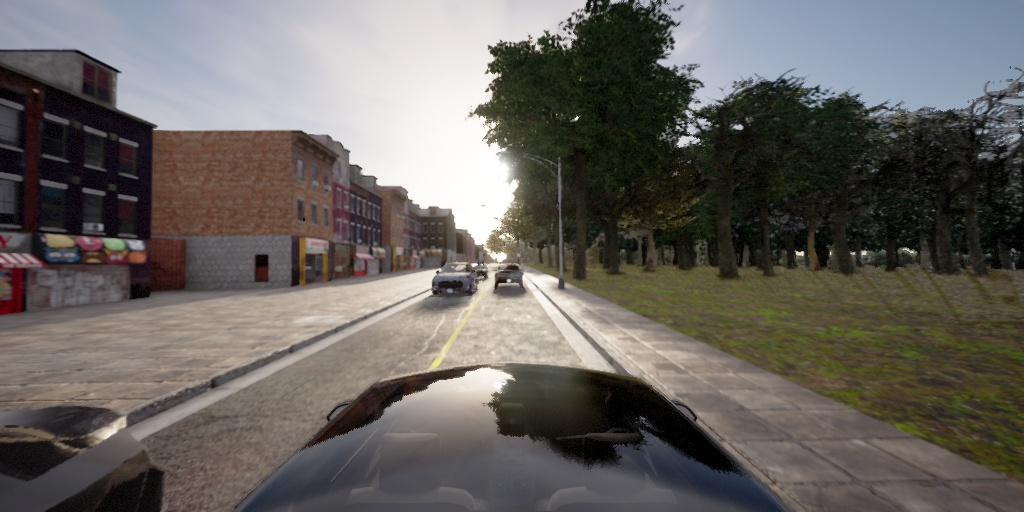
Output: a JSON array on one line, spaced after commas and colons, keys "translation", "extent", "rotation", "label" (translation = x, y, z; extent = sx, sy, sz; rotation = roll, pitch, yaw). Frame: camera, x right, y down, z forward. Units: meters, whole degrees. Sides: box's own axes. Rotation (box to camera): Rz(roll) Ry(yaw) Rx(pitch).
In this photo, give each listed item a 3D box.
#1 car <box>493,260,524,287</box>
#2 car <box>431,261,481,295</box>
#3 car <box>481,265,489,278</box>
[{"translation": [-0.234, 1.280, 24.644], "extent": [1.837, 1.490, 4.892], "rotation": [-1, 0, -1], "label": "car"}, {"translation": [-3.105, 1.151, 20.084], "extent": [2.097, 1.767, 4.553], "rotation": [-1, 0, -1], "label": "car"}, {"translation": [-3.234, 1.480, 34.359], "extent": [1.895, 1.301, 4.718], "rotation": [-1, 0, -1], "label": "car"}]
